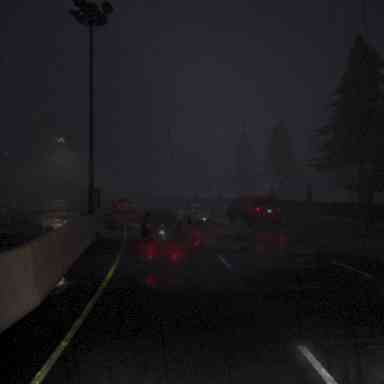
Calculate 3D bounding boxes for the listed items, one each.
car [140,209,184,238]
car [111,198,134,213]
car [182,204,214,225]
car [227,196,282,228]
[{"bbox_3d":[-1.874,1.665,18.281,1.895,1.301,4.718,0,0,-11],"label":"car"},{"bbox_3d":[-8.151,1.499,38.731,2.097,1.767,4.553,0,0,-22],"label":"car"},{"bbox_3d":[0.283,1.604,24.523,1.812,1.442,4.674,0,0,-14],"label":"car"},{"bbox_3d":[4.229,1.285,23.207,2.150,2.045,5.566,0,0,-12],"label":"car"}]
